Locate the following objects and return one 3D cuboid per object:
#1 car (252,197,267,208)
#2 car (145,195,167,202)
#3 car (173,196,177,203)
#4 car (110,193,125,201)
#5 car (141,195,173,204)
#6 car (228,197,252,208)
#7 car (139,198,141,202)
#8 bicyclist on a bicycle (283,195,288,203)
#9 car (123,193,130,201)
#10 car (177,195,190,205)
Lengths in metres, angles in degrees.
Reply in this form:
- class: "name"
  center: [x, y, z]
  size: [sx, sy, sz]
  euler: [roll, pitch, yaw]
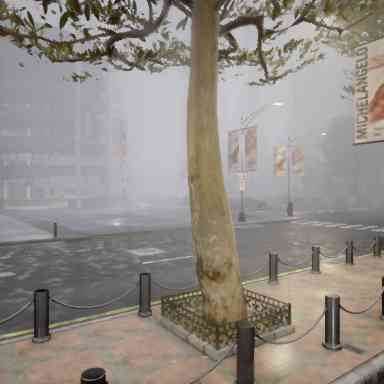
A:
- class: "car"
  center: [8.932, 1.477, 49.510]
  size: [1.882, 1.535, 5.008]
  euler: [0, 0, -37]
- class: "car"
  center: [-8.377, 1.525, 77.501]
  size: [4.902, 1.511, 2.128]
  euler: [0, 0, 26]
- class: "car"
  center: [-3.275, 1.491, 64.969]
  size: [4.902, 1.511, 2.128]
  euler: [0, 0, 44]
- class: "car"
  center: [-18.867, 1.545, 77.822]
  size: [4.718, 1.301, 1.895]
  euler: [0, 0, 11]
- class: "car"
  center: [-6.685, 1.547, 63.376]
  size: [5.357, 1.411, 2.033]
  euler: [0, 0, 41]
- class: "car"
  center: [5.626, 1.547, 48.119]
  size: [2.033, 1.411, 5.357]
  euler: [0, 0, -36]
- class: "car"
  center: [-9.589, 1.524, 74.201]
  size: [4.674, 1.442, 1.812]
  euler: [0, 0, 26]
- class: "bicyclist on a bicycle"
  center: [17.527, 1.300, 62.337]
  size: [1.656, 1.620, 0.582]
  euler: [0, 0, -36]
- class: "car"
  center: [-17.935, 1.165, 81.196]
  size: [5.566, 2.045, 2.150]
  euler: [0, 0, 11]
- class: "car"
  center: [0.140, 1.352, 55.523]
  size: [2.097, 1.767, 4.553]
  euler: [0, 0, -38]
